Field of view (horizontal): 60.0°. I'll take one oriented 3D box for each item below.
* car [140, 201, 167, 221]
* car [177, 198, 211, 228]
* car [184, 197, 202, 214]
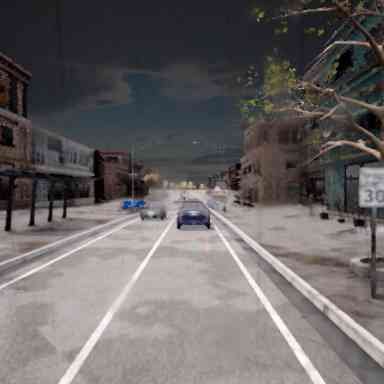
[{"bbox_3d":[-3.096,1.517,27.458,2.128,1.511,4.902,0,-1,0],"label":"car"},{"bbox_3d":[0.099,1.350,22.156,2.097,1.767,4.553,0,0,0],"label":"car"},{"bbox_3d":[0.102,1.536,39.107,2.097,1.767,4.553,0,-1,0],"label":"car"}]
